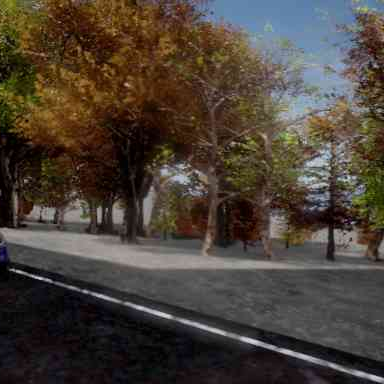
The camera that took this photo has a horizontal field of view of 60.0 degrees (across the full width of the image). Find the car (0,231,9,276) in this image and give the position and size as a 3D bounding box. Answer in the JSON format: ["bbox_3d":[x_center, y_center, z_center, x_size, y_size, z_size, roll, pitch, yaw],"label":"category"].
[{"bbox_3d":[-6.634,1.137,8.274,4.553,1.767,2.097,1,5,35],"label":"car"}]
